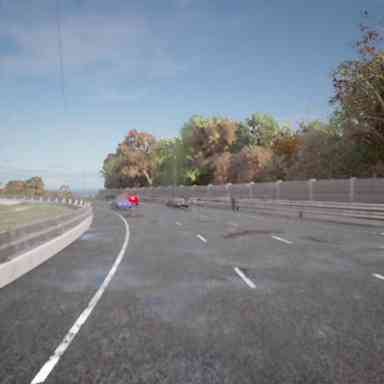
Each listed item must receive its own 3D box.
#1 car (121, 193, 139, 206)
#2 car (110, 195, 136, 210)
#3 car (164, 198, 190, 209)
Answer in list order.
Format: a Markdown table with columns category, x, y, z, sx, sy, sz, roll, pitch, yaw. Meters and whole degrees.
| category | x | y | z | sx | sy | sz | roll | pitch | yaw |
| --- | --- | --- | --- | --- | --- | --- | --- | --- | --- |
| car | -10.181 | 1.135 | 52.359 | 2.150 | 2.045 | 5.566 | 0 | 0 | -29 |
| car | -9.078 | 1.482 | 42.266 | 2.033 | 1.411 | 5.357 | 0 | 0 | -24 |
| car | -2.057 | 1.441 | 43.614 | 2.033 | 1.411 | 5.357 | 0 | 0 | -23 |
